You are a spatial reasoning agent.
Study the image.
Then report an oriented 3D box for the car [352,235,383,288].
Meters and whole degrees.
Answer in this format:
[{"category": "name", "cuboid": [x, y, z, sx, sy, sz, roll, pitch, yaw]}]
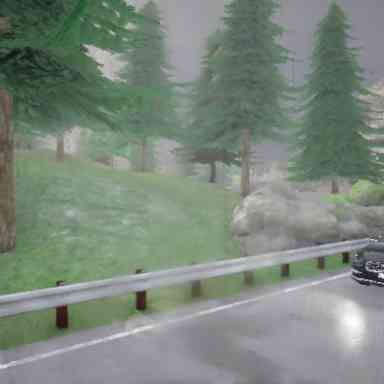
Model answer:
[{"category": "car", "cuboid": [5.882, 1.494, 8.285, 4.892, 1.490, 1.837, 1, 0, -37]}]
